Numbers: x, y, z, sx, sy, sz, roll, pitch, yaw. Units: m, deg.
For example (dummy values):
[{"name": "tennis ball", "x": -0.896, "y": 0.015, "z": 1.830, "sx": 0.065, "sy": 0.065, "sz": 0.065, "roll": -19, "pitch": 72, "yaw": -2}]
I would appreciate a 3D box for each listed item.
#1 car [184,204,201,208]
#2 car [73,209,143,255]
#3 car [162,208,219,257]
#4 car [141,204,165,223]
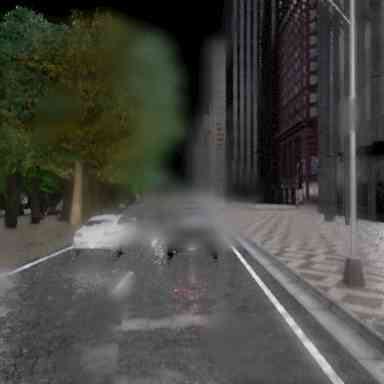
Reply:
[{"name": "car", "x": 0.056, "y": 1.809, "z": 28.506, "sx": 2.128, "sy": 1.511, "sz": 4.902, "roll": 0, "pitch": -1, "yaw": 1}, {"name": "car", "x": -3.457, "y": 1.674, "z": 13.906, "sx": 1.812, "sy": 1.442, "sz": 4.674, "roll": 0, "pitch": 0, "yaw": 1}, {"name": "car", "x": 0.038, "y": 1.651, "z": 13.502, "sx": 1.837, "sy": 1.490, "sz": 4.892, "roll": 0, "pitch": 0, "yaw": 1}, {"name": "car", "x": -3.444, "y": 1.809, "z": 28.513, "sx": 2.128, "sy": 1.511, "sz": 4.902, "roll": 0, "pitch": -1, "yaw": 1}]
